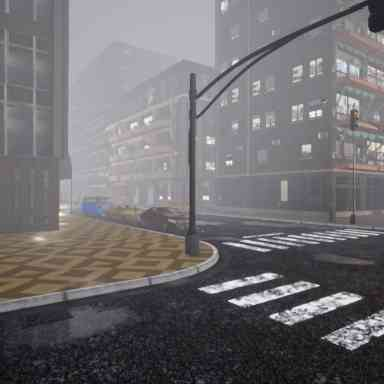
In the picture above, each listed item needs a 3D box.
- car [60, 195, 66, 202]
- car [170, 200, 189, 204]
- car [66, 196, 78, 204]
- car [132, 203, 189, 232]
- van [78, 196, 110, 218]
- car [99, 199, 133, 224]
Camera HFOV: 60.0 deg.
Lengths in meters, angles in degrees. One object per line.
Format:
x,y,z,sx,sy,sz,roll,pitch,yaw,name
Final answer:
-27.873,1.361,70.745,1.967,1.590,4.097,0,0,-36,car
-1.554,1.488,34.073,1.752,1.417,4.829,0,0,-36,car
-21.368,1.448,61.681,1.752,1.417,4.829,0,0,-36,car
-1.659,1.526,19.846,1.802,1.307,4.206,0,0,-36,car
-8.262,1.266,29.049,1.690,1.788,3.998,0,0,-36,van
-4.861,1.459,24.309,1.752,1.417,4.829,0,0,-36,car
